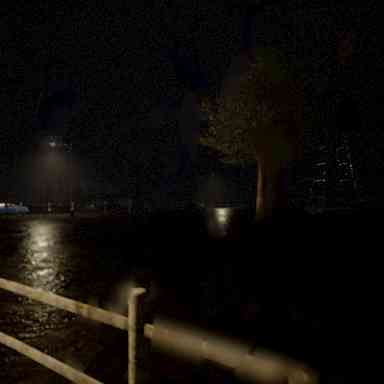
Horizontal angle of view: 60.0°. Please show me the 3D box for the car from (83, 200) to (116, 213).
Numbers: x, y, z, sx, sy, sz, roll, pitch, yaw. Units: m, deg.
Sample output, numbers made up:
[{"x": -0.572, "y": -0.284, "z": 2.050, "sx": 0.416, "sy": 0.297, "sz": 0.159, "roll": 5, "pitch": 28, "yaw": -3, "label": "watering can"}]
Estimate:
[{"x": -13.095, "y": 1.973, "z": 47.096, "sx": 2.097, "sy": 1.767, "sz": 4.553, "roll": -2, "pitch": -2, "yaw": 36, "label": "car"}]

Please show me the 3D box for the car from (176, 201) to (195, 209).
[{"x": -1.182, "y": 2.501, "z": 63.544, "sx": 1.812, "sy": 1.442, "sz": 4.674, "roll": -2, "pitch": -2, "yaw": 36, "label": "car"}]

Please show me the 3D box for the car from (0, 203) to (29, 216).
[{"x": -20.802, "y": 1.950, "z": 36.360, "sx": 2.033, "sy": 1.411, "sz": 5.357, "roll": -2, "pitch": -2, "yaw": 35, "label": "car"}]
